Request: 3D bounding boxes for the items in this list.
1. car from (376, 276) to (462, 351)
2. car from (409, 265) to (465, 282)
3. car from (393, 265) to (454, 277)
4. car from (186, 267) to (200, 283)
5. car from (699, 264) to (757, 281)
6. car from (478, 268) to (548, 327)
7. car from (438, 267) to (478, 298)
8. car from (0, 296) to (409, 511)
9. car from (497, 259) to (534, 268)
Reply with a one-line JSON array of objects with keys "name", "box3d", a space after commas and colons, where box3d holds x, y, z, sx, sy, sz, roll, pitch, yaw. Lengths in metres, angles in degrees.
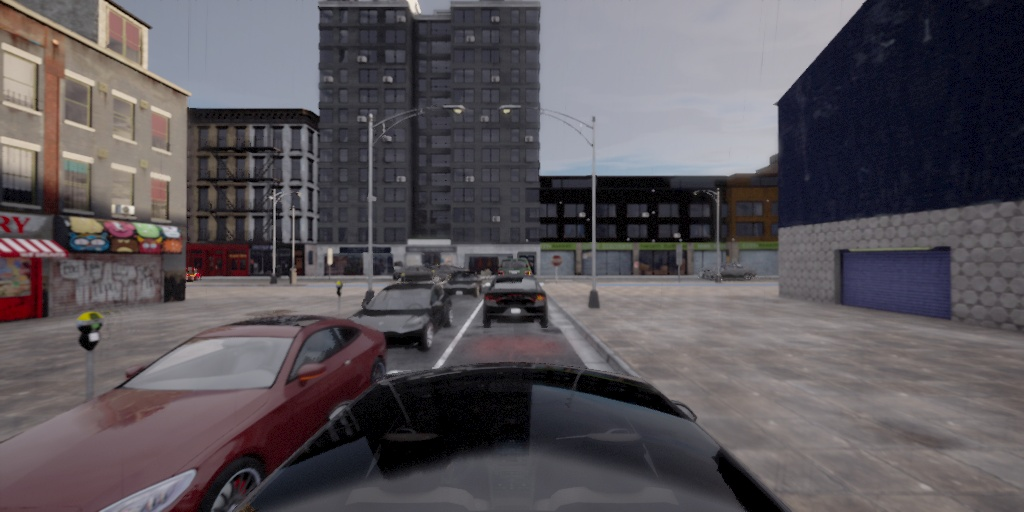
[{"name": "car", "box3d": [-2.637, 1.393, 9.223, 1.948, 1.339, 4.313, 0, 0, 0]}, {"name": "car", "box3d": [-6.952, 1.593, 33.687, 4.892, 1.490, 1.837, 0, 0, 0]}, {"name": "car", "box3d": [-7.654, 1.572, 30.736, 4.892, 1.490, 1.837, 0, 0, 0]}, {"name": "car", "box3d": [-30.183, 1.350, 30.752, 5.566, 2.045, 2.150, 0, 0, 0]}, {"name": "car", "box3d": [20.210, 1.523, 33.670, 4.902, 1.511, 2.128, 0, 0, 0]}, {"name": "car", "box3d": [0.099, 1.334, 12.037, 1.882, 1.535, 5.008, 0, 0, 0]}, {"name": "car", "box3d": [-2.635, 1.506, 20.127, 1.948, 1.339, 4.313, 0, 0, 0]}, {"name": "car", "box3d": [-2.638, 1.353, 3.771, 1.802, 1.307, 4.207, 0, 0, 0]}, {"name": "car", "box3d": [0.208, 1.193, 23.234, 2.150, 2.045, 5.566, 0, -1, 1]}]
